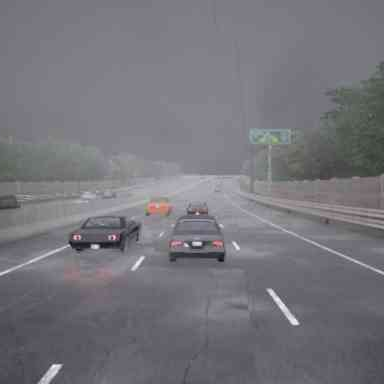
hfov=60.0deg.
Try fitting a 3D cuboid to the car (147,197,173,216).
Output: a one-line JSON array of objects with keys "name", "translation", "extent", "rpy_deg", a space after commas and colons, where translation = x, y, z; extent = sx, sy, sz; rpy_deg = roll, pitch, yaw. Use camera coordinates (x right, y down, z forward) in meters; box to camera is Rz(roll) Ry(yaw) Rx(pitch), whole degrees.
[{"name": "car", "translation": [-2.942, 1.254, 31.411], "extent": [2.097, 1.767, 4.553], "rpy_deg": [0, 1, 2]}]

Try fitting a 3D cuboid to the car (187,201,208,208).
[{"name": "car", "translation": [0.530, 1.513, 30.553], "extent": [1.895, 1.301, 4.718], "rpy_deg": [0, 1, 1]}]

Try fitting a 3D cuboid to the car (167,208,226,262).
[{"name": "car", "translation": [0.178, 1.546, 12.144], "extent": [2.033, 1.411, 5.357], "rpy_deg": [0, 0, 1]}]

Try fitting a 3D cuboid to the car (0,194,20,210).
[{"name": "car", "translation": [-13.856, 1.189, 22.518], "extent": [2.150, 2.045, 5.566], "rpy_deg": [0, 0, 1]}]

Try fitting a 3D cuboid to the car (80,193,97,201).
[{"name": "car", "translation": [-19.329, 0.857, 62.399], "extent": [1.812, 1.442, 4.674], "rpy_deg": [0, 1, 3]}]

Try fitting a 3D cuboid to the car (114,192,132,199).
[{"name": "car", "translation": [-12.374, 0.857, 61.630], "extent": [1.837, 1.490, 4.892], "rpy_deg": [0, 1, 3]}]

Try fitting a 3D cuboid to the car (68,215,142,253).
[{"name": "car", "translation": [-3.300, 1.596, 13.661], "extent": [1.895, 1.301, 4.718], "rpy_deg": [0, 0, 1]}]

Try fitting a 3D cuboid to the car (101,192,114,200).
[{"name": "car", "translation": [-15.768, 0.783, 63.542], "extent": [1.882, 1.535, 5.008], "rpy_deg": [0, 1, 3]}]
